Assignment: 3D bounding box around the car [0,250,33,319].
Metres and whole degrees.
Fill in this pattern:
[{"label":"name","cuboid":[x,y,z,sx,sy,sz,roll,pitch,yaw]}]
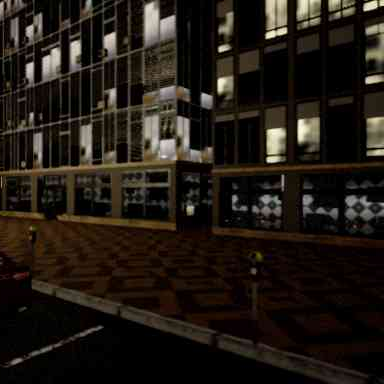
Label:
[{"label":"car","cuboid":[-4.842,1.542,6.326,4.507,1.381,1.887,0,0,35]}]
